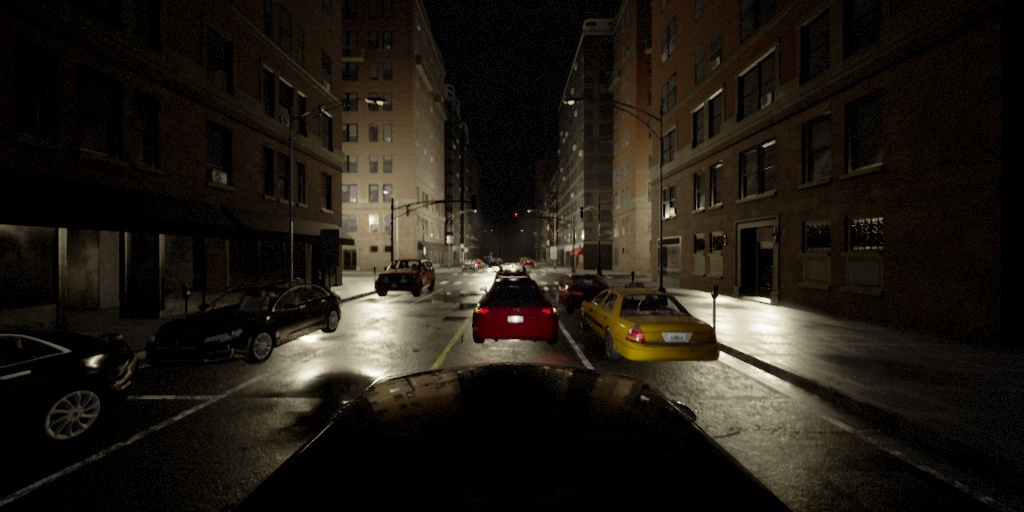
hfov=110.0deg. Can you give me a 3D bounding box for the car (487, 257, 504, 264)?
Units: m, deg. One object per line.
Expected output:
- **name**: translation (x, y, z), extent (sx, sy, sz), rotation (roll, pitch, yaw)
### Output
- **car**: translation (-2.722, 1.238, 56.546), extent (1.895, 1.301, 4.718), rotation (0, 0, 0)

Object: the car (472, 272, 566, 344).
- **car**: translation (0.082, 1.299, 9.571), extent (1.994, 1.385, 4.181), rotation (0, 0, 0)

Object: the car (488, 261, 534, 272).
- **car**: translation (0.035, 1.206, 19.440), extent (2.128, 1.511, 4.902), rotation (0, 0, 0)

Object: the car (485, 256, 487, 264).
- **car**: translation (-5.279, 1.164, 55.942), extent (1.751, 1.417, 4.829), rotation (0, 0, 0)

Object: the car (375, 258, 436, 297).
- **car**: translation (-5.355, 1.031, 18.740), extent (2.192, 1.841, 5.009), rotation (0, 0, 0)

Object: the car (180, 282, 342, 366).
- **car**: translation (-5.377, 1.288, 7.915), extent (2.007, 1.370, 4.403), rotation (0, 0, 0)

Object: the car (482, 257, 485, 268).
- **car**: translation (-5.290, 1.196, 50.658), extent (1.888, 1.381, 4.507), rotation (0, 0, 0)

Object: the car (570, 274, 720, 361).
- **car**: translation (2.648, 1.263, 8.060), extent (1.751, 1.417, 4.829), rotation (0, 0, 0)

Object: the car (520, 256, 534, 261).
- **car**: translation (2.757, 1.066, 61.542), extent (1.967, 1.591, 4.097), rotation (0, 0, 0)

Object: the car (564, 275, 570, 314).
- **car**: translation (2.659, 1.309, 13.302), extent (1.802, 1.307, 4.207), rotation (0, 0, 0)

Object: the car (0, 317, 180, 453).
- **car**: translation (-5.388, 1.299, 2.502), extent (2.007, 1.370, 4.403), rotation (0, 0, 0)

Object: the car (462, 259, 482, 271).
- **car**: translation (-5.301, 1.213, 45.204), extent (2.007, 1.370, 4.403), rotation (0, 0, 0)
